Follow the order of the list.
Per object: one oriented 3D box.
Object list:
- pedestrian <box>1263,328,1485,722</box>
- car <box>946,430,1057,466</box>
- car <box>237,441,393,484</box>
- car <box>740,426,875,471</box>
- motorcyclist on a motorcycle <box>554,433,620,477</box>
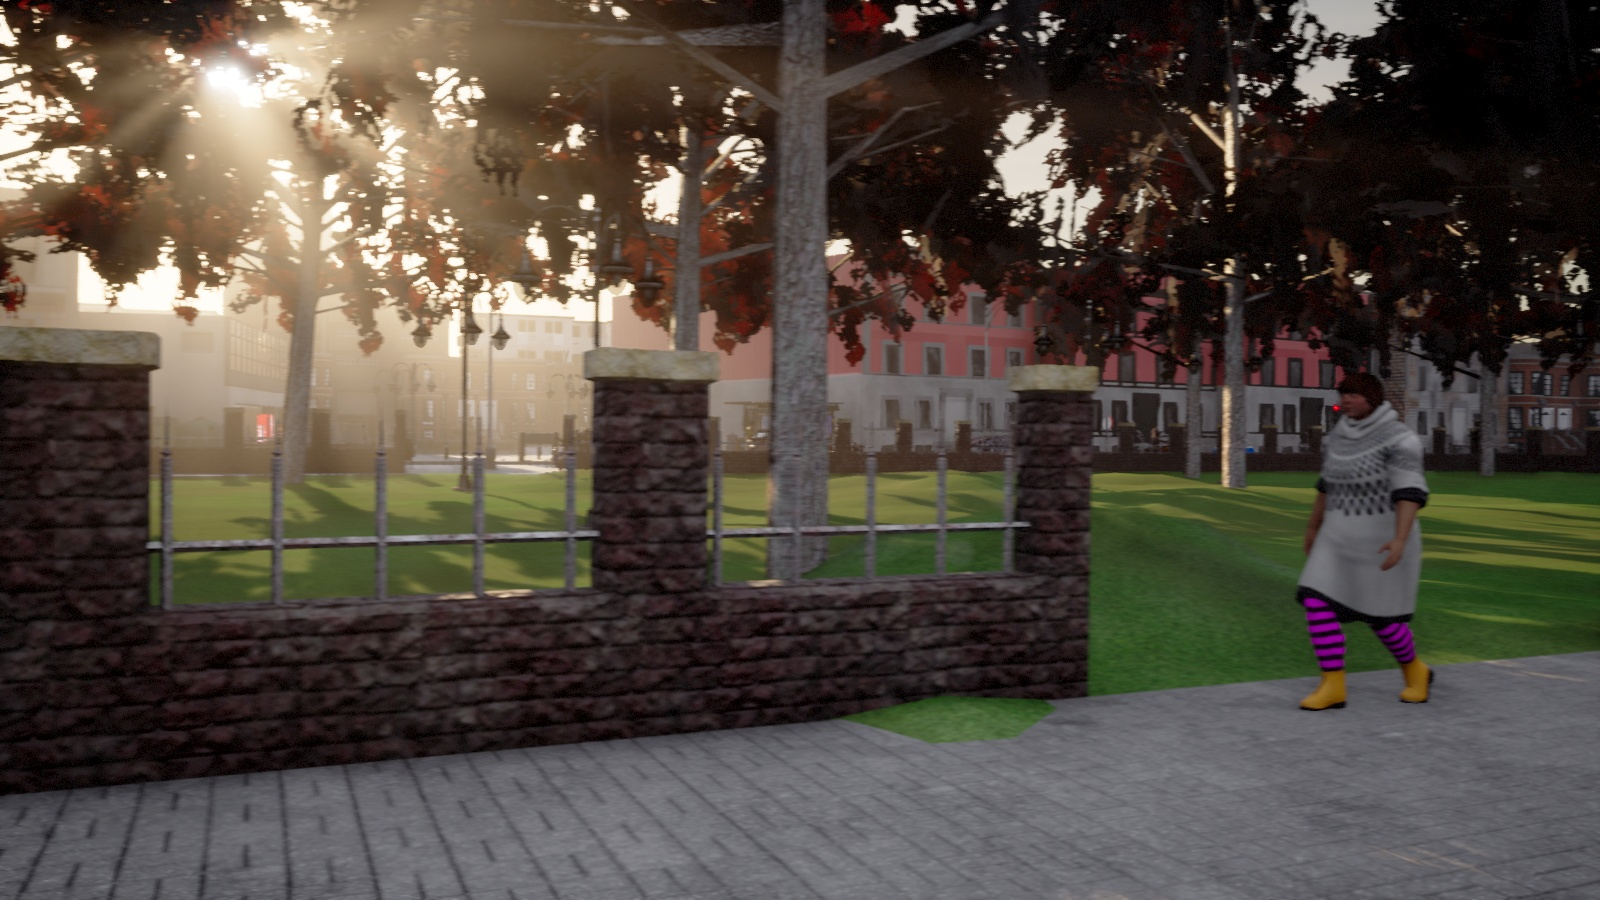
[{"bbox_3d":[3.053,0.364,6.702,0.873,1.952,0.659,-1,1,-24],"label":"pedestrian"},{"bbox_3d":[8.451,-0.103,52.640,4.181,1.385,1.994,-1,1,-23],"label":"car"},{"bbox_3d":[-16.163,0.374,41.899,4.718,1.301,1.895,-1,1,-24],"label":"car"},{"bbox_3d":[0.305,-0.091,49.078,4.856,1.649,2.033,-1,1,-24],"label":"car"},{"bbox_3d":[-7.741,0.158,45.571,2.191,1.530,0.866,-1,1,-24],"label":"motorcyclist on a motorcycle"}]
